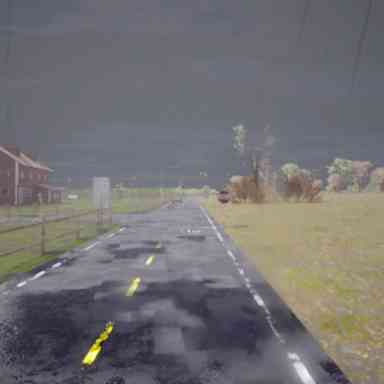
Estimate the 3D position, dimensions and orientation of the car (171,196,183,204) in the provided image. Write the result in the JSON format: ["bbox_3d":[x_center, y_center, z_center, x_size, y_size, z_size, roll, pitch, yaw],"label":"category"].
[{"bbox_3d":[-2.733,1.465,61.946,1.994,1.385,4.181,0,0,0],"label":"car"}]
